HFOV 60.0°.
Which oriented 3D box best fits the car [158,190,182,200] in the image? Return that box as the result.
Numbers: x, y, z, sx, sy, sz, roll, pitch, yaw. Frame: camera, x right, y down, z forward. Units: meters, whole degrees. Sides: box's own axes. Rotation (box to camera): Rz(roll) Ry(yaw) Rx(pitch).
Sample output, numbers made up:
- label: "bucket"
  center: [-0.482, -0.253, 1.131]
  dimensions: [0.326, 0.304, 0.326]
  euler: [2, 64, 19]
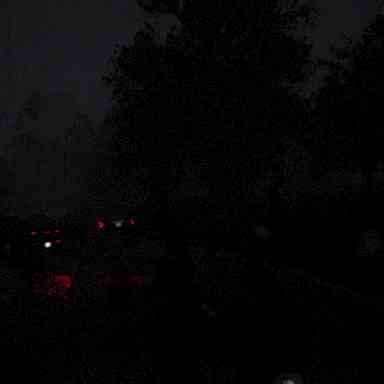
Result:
- label: "car"
  center: [-3.532, 0.330, 53.530]
  dimensions: [1.882, 1.535, 5.008]
  euler: [-1, 5, 30]

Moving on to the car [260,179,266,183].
- label: "car"
  center: [16.806, -3.100, 82.717]
  dimensions: [2.097, 1.767, 4.553]
  euler: [-1, 5, 34]

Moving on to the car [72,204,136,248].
- label: "car"
  center: [-4.671, 1.416, 15.392]
  dimensions: [4.553, 1.767, 2.097]
  euler: [-1, 0, 42]

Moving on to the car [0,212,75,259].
- label: "car"
  center: [-6.880, 1.607, 13.167]
  dimensions: [4.892, 1.490, 1.837]
  euler: [-1, -1, 40]
